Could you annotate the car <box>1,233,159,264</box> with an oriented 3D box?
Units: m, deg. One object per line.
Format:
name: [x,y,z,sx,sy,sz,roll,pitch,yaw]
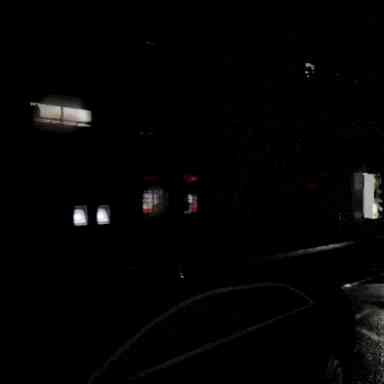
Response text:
car: [-2.112,1.453,5.046,4.097,1.590,1.967,-1,0,-36]

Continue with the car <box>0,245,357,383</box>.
car: [-0.364,1.494,3.120,4.902,1.511,2.128,0,0,-36]
